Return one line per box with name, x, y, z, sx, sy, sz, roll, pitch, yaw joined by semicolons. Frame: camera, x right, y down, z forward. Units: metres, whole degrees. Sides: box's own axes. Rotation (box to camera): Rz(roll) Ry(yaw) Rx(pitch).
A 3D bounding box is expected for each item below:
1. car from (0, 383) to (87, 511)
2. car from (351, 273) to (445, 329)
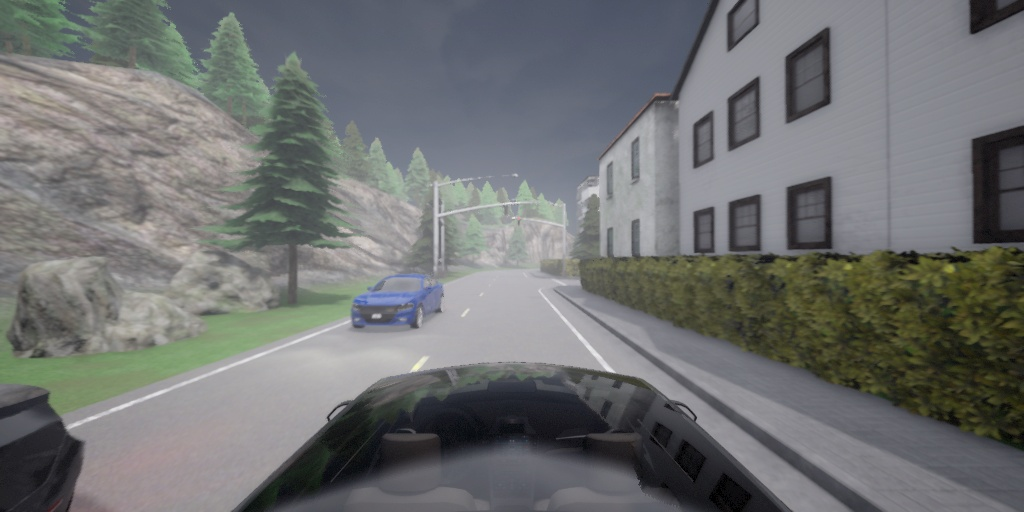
car;-3.596;1.235;0.137;1.837;1.490;4.892;0;0;0
car;-3.539;1.348;11.958;1.882;1.535;5.008;0;-1;1
